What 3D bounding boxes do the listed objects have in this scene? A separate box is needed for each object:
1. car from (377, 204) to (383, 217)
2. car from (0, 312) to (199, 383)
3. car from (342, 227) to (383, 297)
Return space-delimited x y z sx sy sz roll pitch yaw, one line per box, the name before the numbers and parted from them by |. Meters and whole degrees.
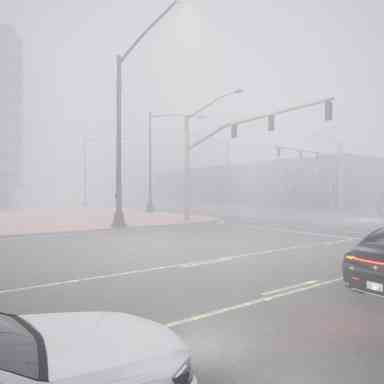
car | 18.571 1.493 30.013 4.902 1.511 2.128 0 0 -35
car | -2.103 1.526 2.248 4.674 1.442 1.812 0 0 -35
car | 5.376 1.505 7.574 4.892 1.490 1.837 0 0 -35
